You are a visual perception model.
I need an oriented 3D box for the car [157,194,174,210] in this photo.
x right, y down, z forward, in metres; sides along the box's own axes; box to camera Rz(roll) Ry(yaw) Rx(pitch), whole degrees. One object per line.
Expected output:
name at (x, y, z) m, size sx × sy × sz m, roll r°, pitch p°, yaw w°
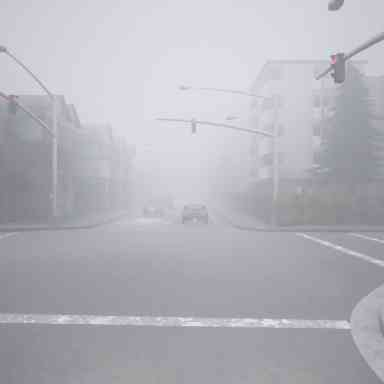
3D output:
car at (-3.566, 1.221, 42.900) m, size 2.150 × 2.045 × 5.566 m, roll 0°, pitch 0°, yaw 0°

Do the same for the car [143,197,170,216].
car at (-3.589, 1.491, 32.324) m, size 2.128 × 1.511 × 4.902 m, roll 0°, pitch 0°, yaw 0°

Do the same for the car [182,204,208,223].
car at (0.190, 1.601, 25.538) m, size 1.895 × 1.301 × 4.718 m, roll 0°, pitch 0°, yaw 0°
